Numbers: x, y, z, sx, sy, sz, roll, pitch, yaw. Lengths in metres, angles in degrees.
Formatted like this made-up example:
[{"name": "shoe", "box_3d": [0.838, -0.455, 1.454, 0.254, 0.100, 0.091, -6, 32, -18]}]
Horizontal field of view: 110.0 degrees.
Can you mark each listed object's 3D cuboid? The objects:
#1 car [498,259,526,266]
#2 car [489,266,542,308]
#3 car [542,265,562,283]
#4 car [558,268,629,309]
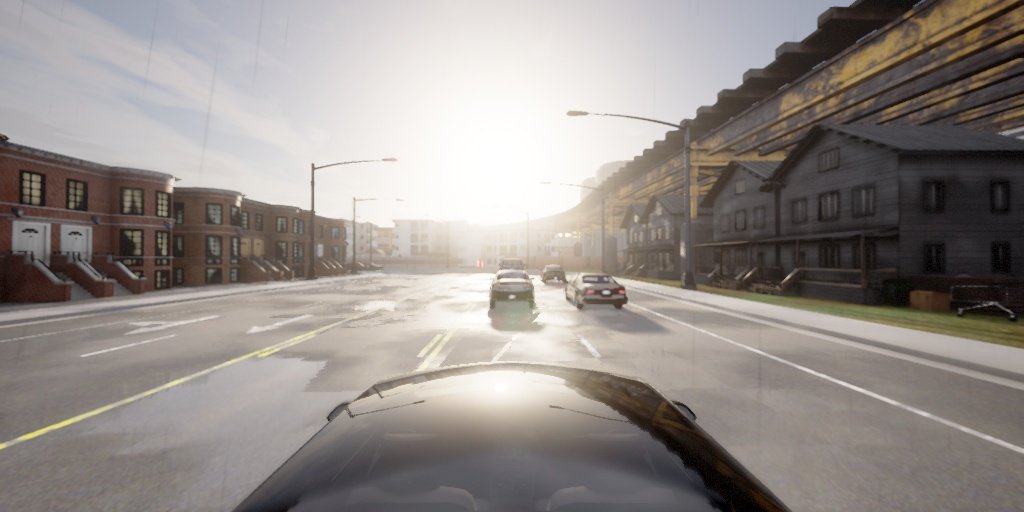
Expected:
[{"name": "car", "box_3d": [0.007, 1.237, 30.853, 2.150, 2.045, 5.566, 0, 0, 0]}, {"name": "car", "box_3d": [0.006, 1.377, 16.137, 2.128, 1.511, 4.902, 0, 0, 0]}, {"name": "car", "box_3d": [3.508, 1.531, 31.155, 1.837, 1.490, 4.892, 0, 0, 0]}, {"name": "car", "box_3d": [3.504, 1.428, 15.835, 2.033, 1.411, 5.357, 0, -1, 0]}]
